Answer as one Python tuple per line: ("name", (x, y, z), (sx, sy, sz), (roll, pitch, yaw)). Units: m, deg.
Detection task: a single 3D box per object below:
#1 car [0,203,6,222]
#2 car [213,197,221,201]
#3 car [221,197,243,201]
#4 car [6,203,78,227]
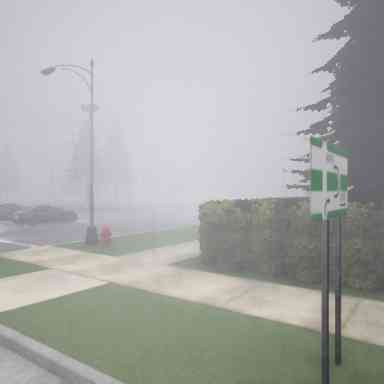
("car", (-13.469, 1.547, 24.596), (2.033, 1.411, 5.357), (0, 0, 36))
("car", (4.280, 1.525, 49.105), (1.812, 1.442, 4.674), (0, 0, 36))
("car", (6.361, 1.601, 46.013), (1.895, 1.301, 4.718), (0, 0, 36))
("car", (-10.161, 1.564, 23.198), (1.994, 1.385, 4.181), (0, 0, 36))
